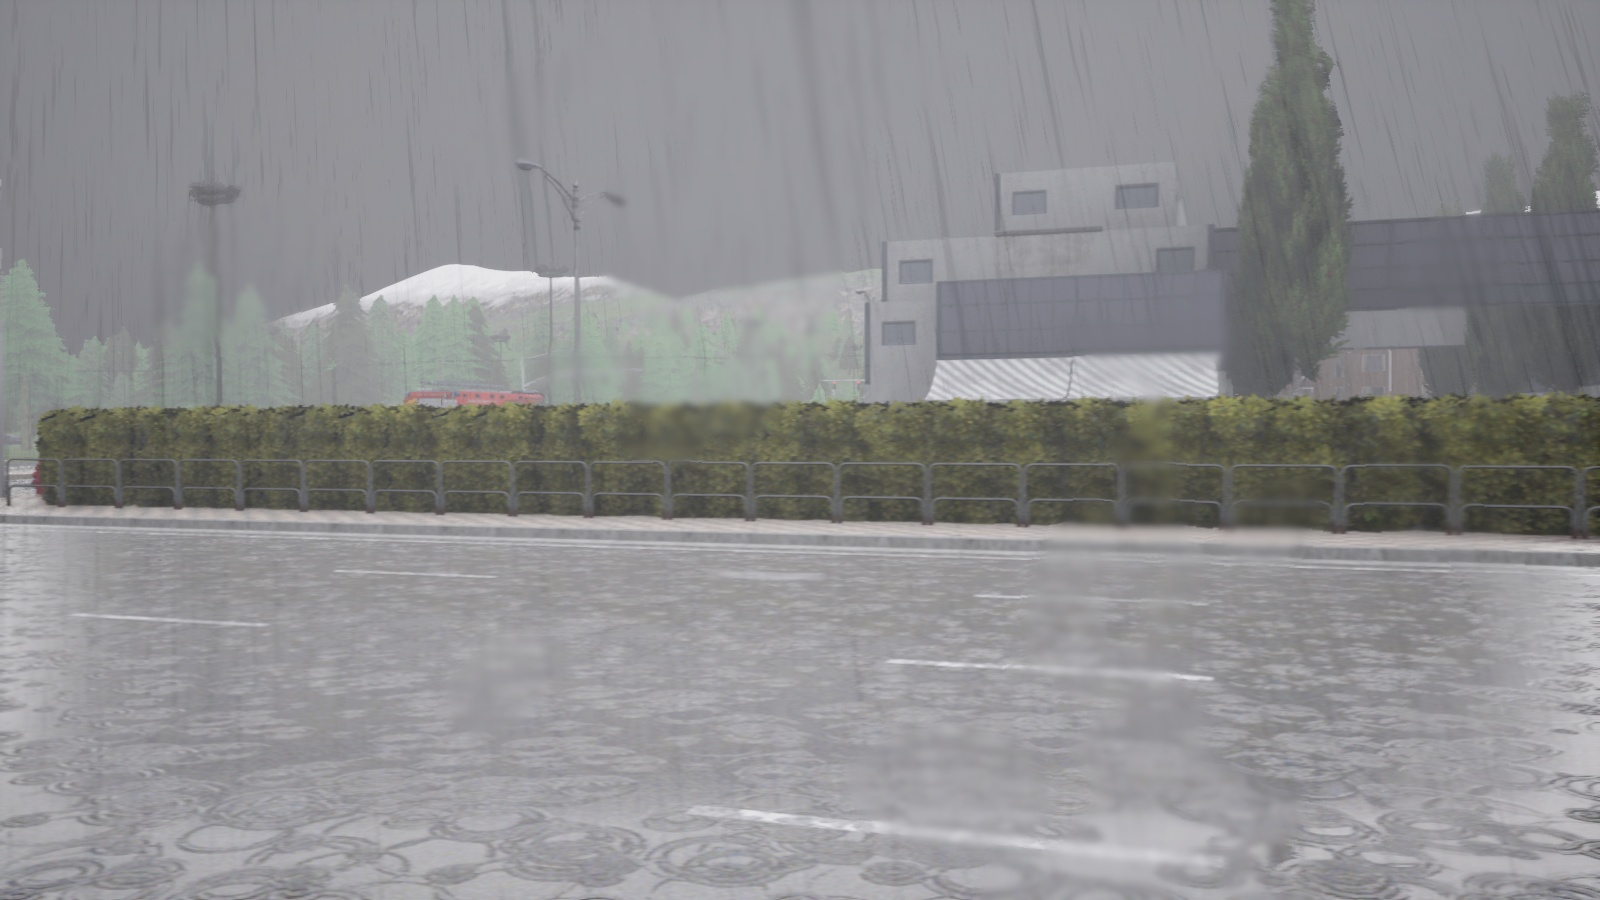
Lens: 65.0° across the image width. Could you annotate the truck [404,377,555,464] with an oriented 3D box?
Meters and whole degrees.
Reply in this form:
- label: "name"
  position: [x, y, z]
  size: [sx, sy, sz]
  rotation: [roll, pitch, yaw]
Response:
- label: "truck"
  position: [-15.015, -1.350, 59.674]
  size: [2.891, 3.827, 8.468]
  rotation: [1, 1, 18]
